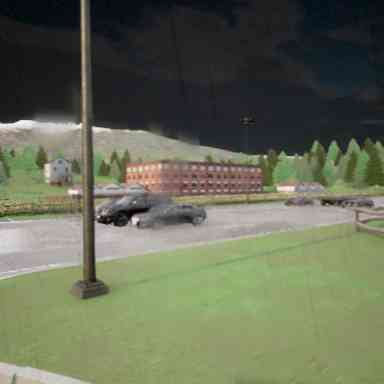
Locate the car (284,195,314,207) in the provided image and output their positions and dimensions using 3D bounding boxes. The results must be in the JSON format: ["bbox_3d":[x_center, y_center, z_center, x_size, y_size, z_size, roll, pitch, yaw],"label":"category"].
[{"bbox_3d":[13.288,1.120,41.198,4.181,1.385,1.994,-1,0,-40],"label":"car"}]

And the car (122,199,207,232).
[{"bbox_3d":[-1.289,1.388,19.737,4.902,1.511,2.128,-1,0,-40],"label":"car"}]

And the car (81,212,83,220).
[{"bbox_3d":[-5.917,1.286,24.990,4.553,1.767,2.097,-1,0,-40],"label":"car"}]

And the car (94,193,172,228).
[{"bbox_3d":[-3.676,1.138,22.301,5.566,2.045,2.150,-1,0,-40],"label":"car"}]

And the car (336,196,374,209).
[{"bbox_3d":[17.831,1.084,35.874,4.181,1.385,1.994,-1,0,-40],"label":"car"}]

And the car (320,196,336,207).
[{"bbox_3d":[17.332,1.104,40.015,4.718,1.301,1.895,-1,0,-40],"label":"car"}]
